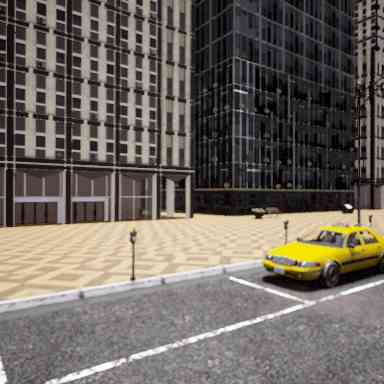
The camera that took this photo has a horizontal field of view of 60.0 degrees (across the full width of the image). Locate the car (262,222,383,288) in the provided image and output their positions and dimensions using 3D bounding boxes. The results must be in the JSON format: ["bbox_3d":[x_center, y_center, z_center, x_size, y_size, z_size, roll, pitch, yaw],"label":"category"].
[{"bbox_3d":[4.074,1.577,9.427,4.829,1.417,1.752,0,0,-35],"label":"car"}]
